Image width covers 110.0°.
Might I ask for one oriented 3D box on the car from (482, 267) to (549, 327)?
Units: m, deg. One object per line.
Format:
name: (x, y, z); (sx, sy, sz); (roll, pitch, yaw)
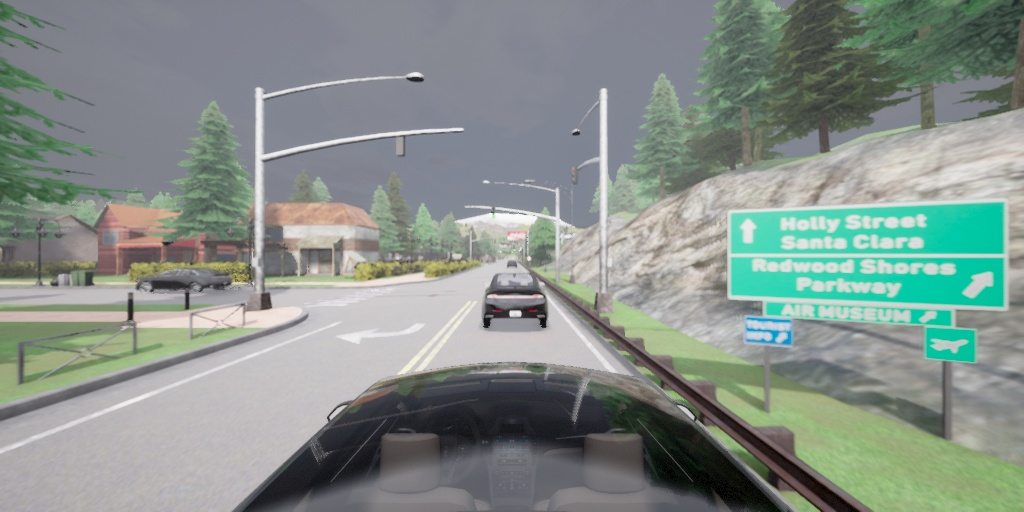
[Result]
car: (0.080, 1.270, 11.614); (2.128, 1.511, 4.902); (0, 0, 0)

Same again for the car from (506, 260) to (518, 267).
car: (0.013, 1.435, 64.590); (1.837, 1.490, 4.892); (0, 0, 0)

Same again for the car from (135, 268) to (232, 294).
car: (-19.750, 1.461, 21.669); (4.902, 1.511, 2.128); (0, 0, 0)
